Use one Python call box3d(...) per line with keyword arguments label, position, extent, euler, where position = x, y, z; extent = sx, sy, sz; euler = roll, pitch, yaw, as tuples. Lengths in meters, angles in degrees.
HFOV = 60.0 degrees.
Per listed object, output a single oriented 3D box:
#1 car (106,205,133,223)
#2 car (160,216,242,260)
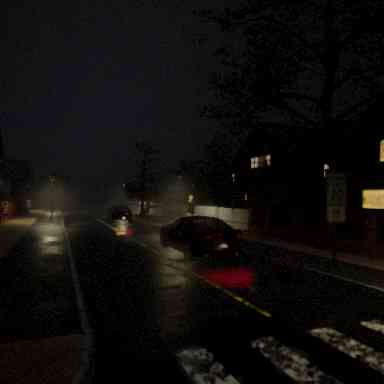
box3d(label="car", position=(-6.712, 1.974, 30.512), extent=(1.837, 1.490, 4.892), euler=(2, -1, -22))
box3d(label="car", position=(0.161, 1.709, 13.538), extent=(1.882, 1.535, 5.008), euler=(2, -1, -22))
